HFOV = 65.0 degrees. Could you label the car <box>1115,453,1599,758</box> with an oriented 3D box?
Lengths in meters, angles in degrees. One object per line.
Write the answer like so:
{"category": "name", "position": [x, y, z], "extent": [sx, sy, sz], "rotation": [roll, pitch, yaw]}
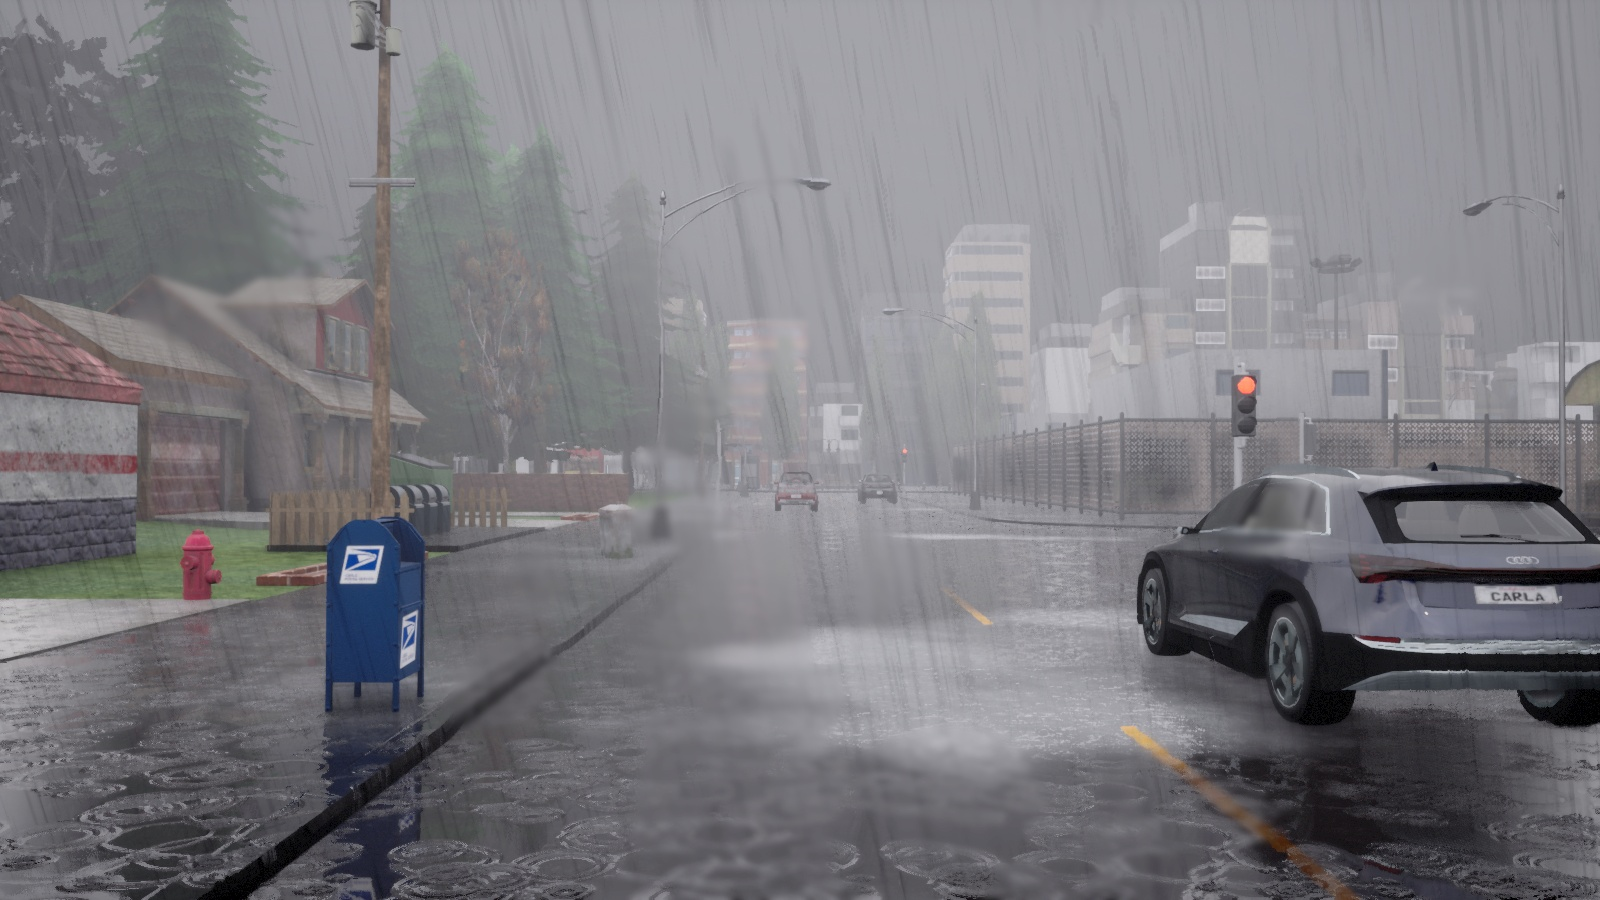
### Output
{"category": "car", "position": [3.983, 0.884, 9.267], "extent": [2.033, 1.649, 4.856], "rotation": [0, -1, -1]}

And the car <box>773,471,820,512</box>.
{"category": "car", "position": [-0.135, 1.632, 49.855], "extent": [1.789, 1.549, 3.705], "rotation": [0, -1, 0]}

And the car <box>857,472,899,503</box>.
{"category": "car", "position": [3.838, 1.862, 62.655], "extent": [1.816, 1.474, 4.193], "rotation": [0, -1, 0]}
